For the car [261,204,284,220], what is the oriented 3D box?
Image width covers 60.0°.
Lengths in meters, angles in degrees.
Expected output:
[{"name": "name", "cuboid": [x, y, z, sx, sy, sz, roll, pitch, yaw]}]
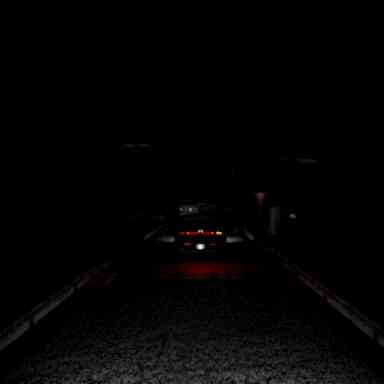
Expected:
[{"name": "car", "cuboid": [10.296, 2.803, 49.321, 2.435, 2.045, 5.566, 7, -3, -31]}]

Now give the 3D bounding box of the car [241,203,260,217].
[{"name": "car", "cuboid": [7.304, 2.640, 48.731, 2.185, 1.767, 4.553, 6, -3, -31]}]

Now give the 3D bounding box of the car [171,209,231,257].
[{"name": "car", "cuboid": [0.350, 1.603, 13.364, 1.837, 1.490, 4.892, 0, -1, 2]}]

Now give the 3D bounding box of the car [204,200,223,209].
[{"name": "car", "cuboid": [1.463, 2.105, 47.578, 2.435, 2.045, 5.566, 1, -2, -31]}]

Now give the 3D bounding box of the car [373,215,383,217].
[{"name": "car", "cuboid": [27.918, 4.758, 52.764, 1.946, 1.575, 5.366, 6, -3, -30]}]

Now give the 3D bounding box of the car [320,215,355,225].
[{"name": "car", "cuboid": [22.078, 4.231, 51.531, 2.002, 1.452, 4.674, 6, -3, -30]}]

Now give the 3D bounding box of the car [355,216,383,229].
[{"name": "car", "cuboid": [26.111, 4.501, 46.946, 4.718, 1.301, 1.895, 5, -2, -10]}]

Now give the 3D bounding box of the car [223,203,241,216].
[{"name": "car", "cuboid": [4.337, 2.393, 48.200, 2.185, 1.767, 4.553, 4, -3, -32]}]

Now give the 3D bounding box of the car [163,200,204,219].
[{"name": "car", "cuboid": [-1.219, 1.791, 33.962, 2.150, 2.045, 5.566, 1, -2, -23]}]

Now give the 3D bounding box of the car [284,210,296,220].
[{"name": "car", "cuboid": [13.121, 3.335, 50.054, 1.946, 1.575, 5.366, 6, -3, -31]}]
